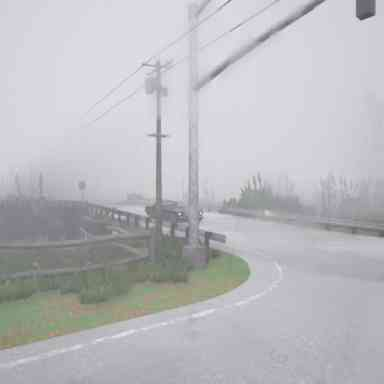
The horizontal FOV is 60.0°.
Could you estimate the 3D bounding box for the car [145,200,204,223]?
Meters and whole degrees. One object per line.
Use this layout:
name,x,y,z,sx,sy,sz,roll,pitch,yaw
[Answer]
car,-1.219,1.247,21.159,1.895,1.301,4.718,0,3,-32
